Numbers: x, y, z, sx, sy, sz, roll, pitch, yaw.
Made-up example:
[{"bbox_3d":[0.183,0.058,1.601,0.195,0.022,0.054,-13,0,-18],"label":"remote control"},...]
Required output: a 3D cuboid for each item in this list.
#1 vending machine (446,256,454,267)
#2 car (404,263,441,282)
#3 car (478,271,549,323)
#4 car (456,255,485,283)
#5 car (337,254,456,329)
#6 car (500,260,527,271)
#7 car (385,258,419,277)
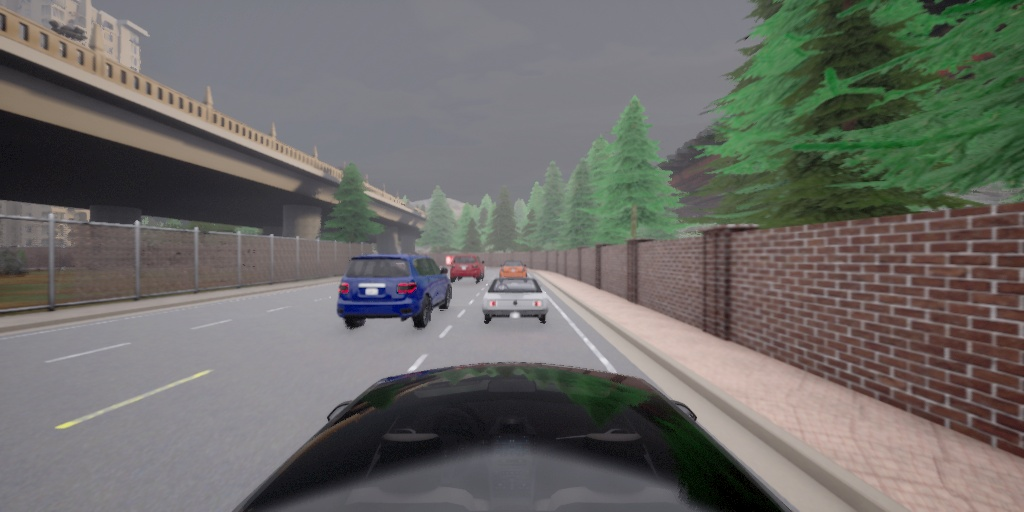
[{"bbox_3d":[-10.649,0.899,61.764,0.880,2.100,1.100,0,0,26],"label":"vending machine"},{"bbox_3d":[-7.122,1.293,29.059,1.994,1.385,4.181,0,0,0],"label":"car"},{"bbox_3d":[0.095,1.343,12.093,1.895,1.301,4.718,0,0,0],"label":"car"},{"bbox_3d":[-3.399,0.952,28.031,2.150,2.045,5.566,0,0,0],"label":"car"},{"bbox_3d":[-3.406,0.963,11.414,2.150,2.045,5.566,0,0,0],"label":"car"},{"bbox_3d":[0.100,1.081,28.642,2.097,1.767,4.553,0,0,0],"label":"car"},{"bbox_3d":[-10.668,1.077,35.070,2.097,1.767,4.553,0,0,-2],"label":"car"}]
